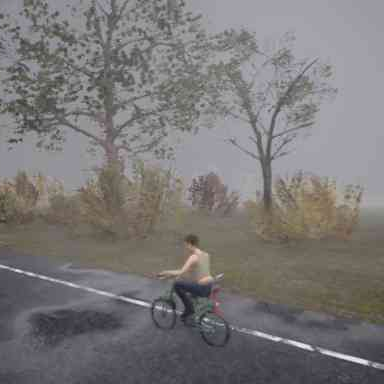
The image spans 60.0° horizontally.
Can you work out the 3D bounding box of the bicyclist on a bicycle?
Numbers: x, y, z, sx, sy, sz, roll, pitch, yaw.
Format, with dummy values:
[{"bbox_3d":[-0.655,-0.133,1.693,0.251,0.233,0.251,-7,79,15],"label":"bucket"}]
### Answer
[{"bbox_3d":[-0.073,1.443,5.075,1.509,1.612,0.866,0,0,36],"label":"bicyclist on a bicycle"}]
